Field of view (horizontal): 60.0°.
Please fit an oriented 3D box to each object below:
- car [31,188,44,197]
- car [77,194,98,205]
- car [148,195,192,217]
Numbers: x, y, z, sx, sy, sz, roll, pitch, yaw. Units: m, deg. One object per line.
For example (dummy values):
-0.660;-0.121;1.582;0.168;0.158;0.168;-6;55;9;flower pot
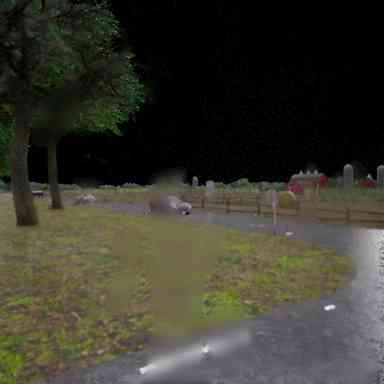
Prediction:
-39.658;0.360;85.673;1.882;1.535;5.008;-1;1;-36;car
-14.638;0.946;46.259;1.812;1.442;4.674;-1;1;-35;car
-1.955;1.081;28.615;2.097;1.767;4.553;-1;1;-36;car
